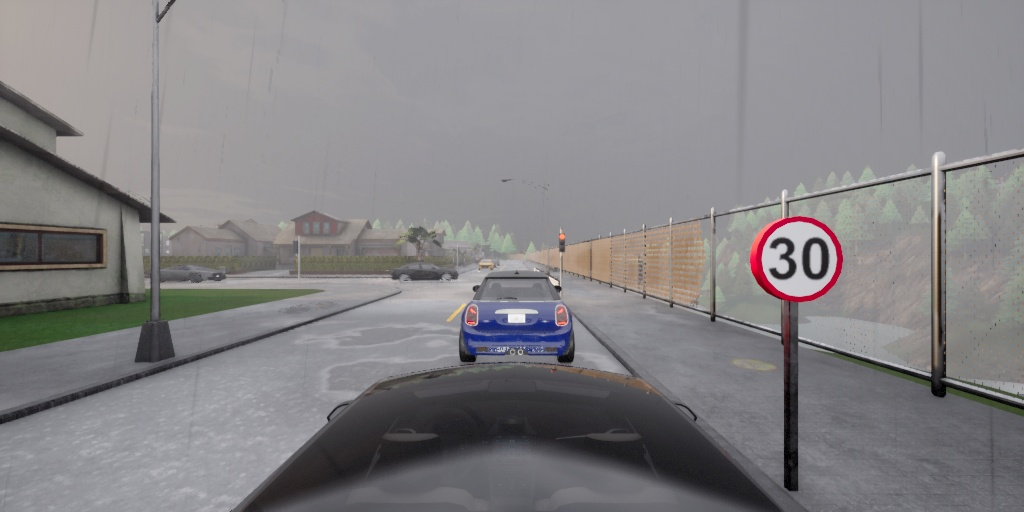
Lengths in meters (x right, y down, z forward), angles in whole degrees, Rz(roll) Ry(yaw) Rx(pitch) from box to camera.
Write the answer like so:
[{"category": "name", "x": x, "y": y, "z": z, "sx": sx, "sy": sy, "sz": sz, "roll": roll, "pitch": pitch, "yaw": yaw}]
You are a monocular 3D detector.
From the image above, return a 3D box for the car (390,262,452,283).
[{"category": "car", "x": -6.660, "y": 1.227, "z": 27.330, "sx": 5.008, "sy": 1.535, "sz": 1.882, "roll": 0, "pitch": 1, "yaw": -12}]

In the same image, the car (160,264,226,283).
[{"category": "car", "x": -23.883, "y": 1.314, "z": 26.697, "sx": 4.181, "sy": 1.385, "sz": 1.994, "roll": 0, "pitch": 0, "yaw": 1}]

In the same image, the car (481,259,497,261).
[{"category": "car", "x": -3.657, "y": 1.228, "z": 51.213, "sx": 1.882, "sy": 1.535, "sz": 5.008, "roll": 0, "pitch": 0, "yaw": 1}]

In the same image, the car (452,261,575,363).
[{"category": "car", "x": 0.116, "y": 1.102, "z": 8.344, "sx": 2.097, "sy": 1.767, "sz": 4.553, "roll": 0, "pitch": 0, "yaw": 1}]
